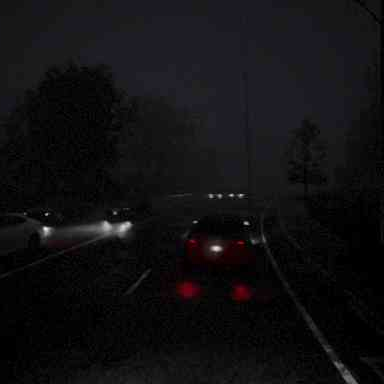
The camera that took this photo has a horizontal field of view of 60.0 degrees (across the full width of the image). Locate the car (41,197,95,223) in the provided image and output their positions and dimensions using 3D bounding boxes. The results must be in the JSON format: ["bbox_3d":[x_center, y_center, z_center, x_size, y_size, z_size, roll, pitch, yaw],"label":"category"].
[{"bbox_3d":[-8.136,1.030,20.960,2.033,1.411,5.357,1,2,12],"label":"car"}]

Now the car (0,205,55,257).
[{"bbox_3d":[-6.286,1.340,9.993,1.812,1.442,4.674,1,1,7],"label":"car"}]

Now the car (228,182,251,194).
[{"bbox_3d":[8.161,-0.496,54.964,1.882,1.535,5.008,0,2,29],"label":"car"}]

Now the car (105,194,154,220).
[{"bbox_3d":[-4.134,0.916,22.628,2.128,1.511,4.902,1,2,13],"label":"car"}]

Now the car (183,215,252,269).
[{"bbox_3d":[0.911,1.434,10.846,1.994,1.385,4.181,1,1,7],"label":"car"}]

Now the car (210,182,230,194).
[{"bbox_3d":[5.092,-0.699,56.643,2.150,2.045,5.566,0,2,29],"label":"car"}]
